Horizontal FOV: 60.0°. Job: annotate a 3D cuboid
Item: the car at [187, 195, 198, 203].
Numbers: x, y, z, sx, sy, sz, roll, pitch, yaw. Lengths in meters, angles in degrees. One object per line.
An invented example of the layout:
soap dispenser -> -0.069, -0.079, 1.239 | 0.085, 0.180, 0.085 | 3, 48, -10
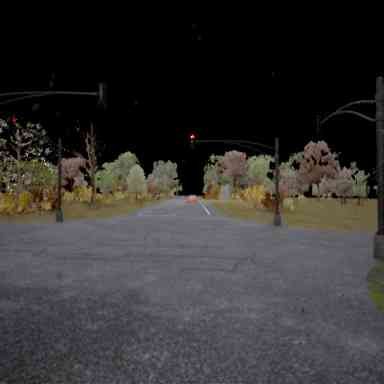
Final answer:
car -> 0.064, 1.394, 68.176 | 2.097, 1.767, 4.553 | 0, 0, 0

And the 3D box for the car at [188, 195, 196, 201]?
car -> 0.073, 1.416, 78.212 | 1.812, 1.442, 4.674 | 0, 0, 0
